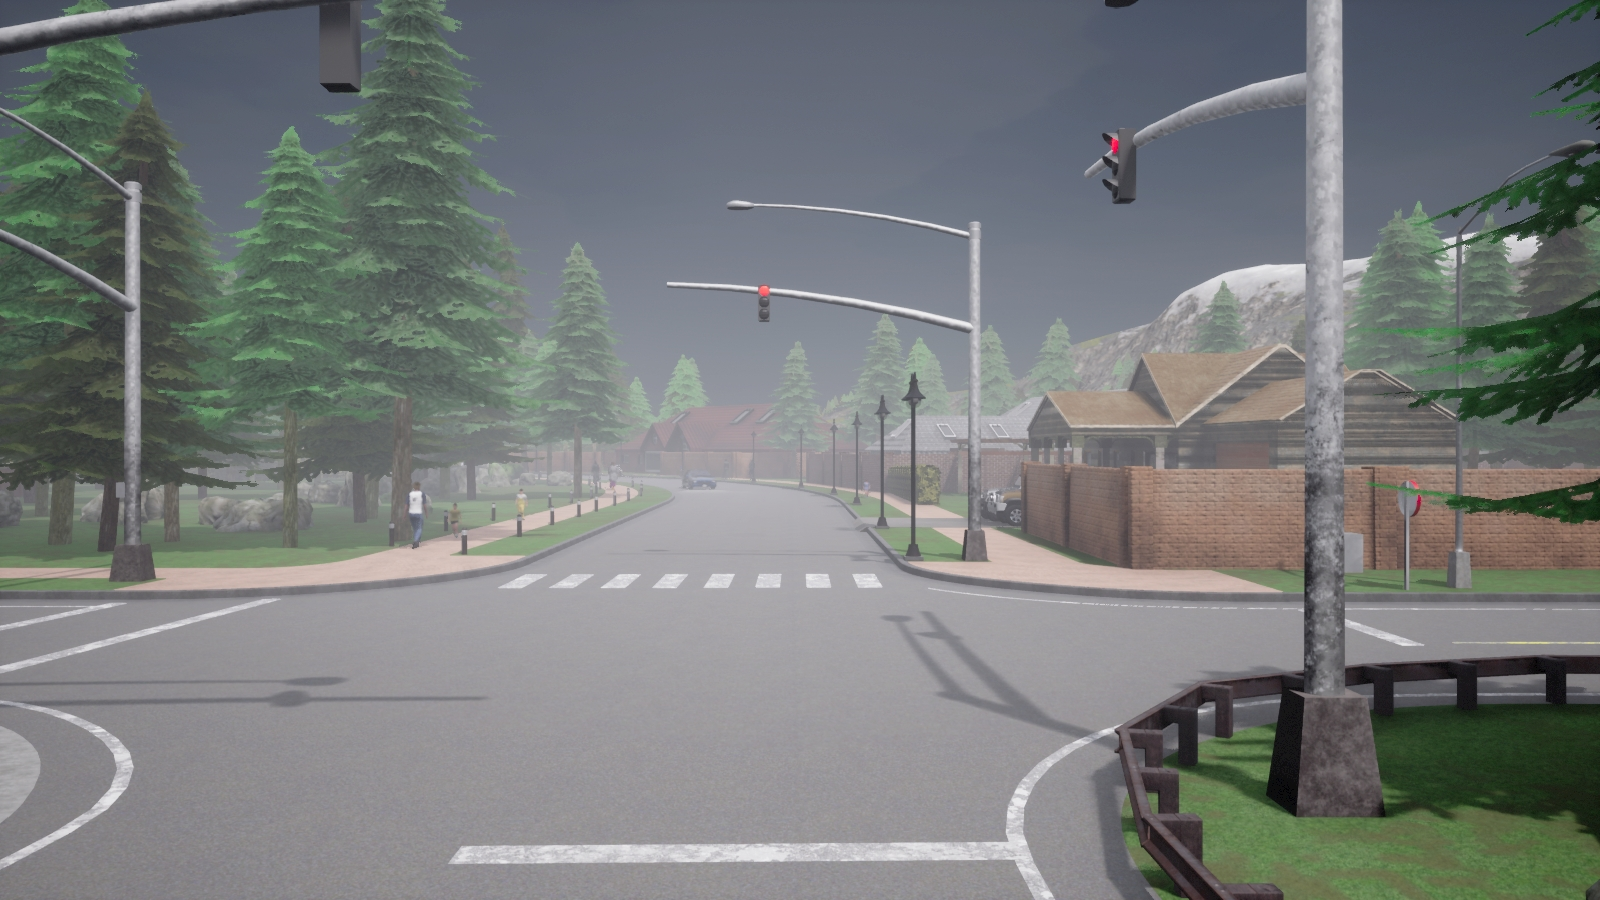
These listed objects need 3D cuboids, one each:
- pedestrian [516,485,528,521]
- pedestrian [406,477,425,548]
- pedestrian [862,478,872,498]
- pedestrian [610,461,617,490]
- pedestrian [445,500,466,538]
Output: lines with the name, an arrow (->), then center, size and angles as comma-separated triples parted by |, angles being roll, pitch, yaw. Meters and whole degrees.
pedestrian -> -10.266, 1.943, 42.204 | 0.375, 1.300, 0.375 | 0, 0, -1
pedestrian -> -10.206, 1.664, 30.309 | 0.375, 1.860, 0.375 | 0, 0, 0
pedestrian -> 3.599, 2.046, 61.681 | 0.500, 1.100, 0.500 | 0, 0, -2
pedestrian -> -11.993, 1.664, 73.465 | 0.375, 1.860, 0.375 | 0, 0, -3
pedestrian -> -10.254, 2.042, 34.021 | 0.500, 1.100, 0.500 | 0, 0, -5
